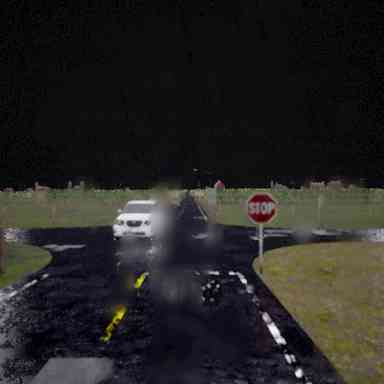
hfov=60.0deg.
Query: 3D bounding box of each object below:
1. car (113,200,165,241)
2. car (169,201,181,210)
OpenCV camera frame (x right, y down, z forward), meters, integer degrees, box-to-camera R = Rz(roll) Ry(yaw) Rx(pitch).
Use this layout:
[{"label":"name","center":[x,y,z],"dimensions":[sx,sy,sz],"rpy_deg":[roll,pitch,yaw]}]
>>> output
[{"label":"car","center":[-2.745,1.481,18.436],"dimensions":[2.150,2.045,5.566],"rpy_deg":[0,0,0]},{"label":"car","center":[-2.746,2.158,55.584],"dimensions":[2.033,1.411,5.357],"rpy_deg":[0,-1,0]}]
